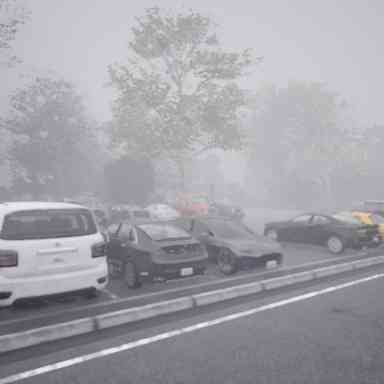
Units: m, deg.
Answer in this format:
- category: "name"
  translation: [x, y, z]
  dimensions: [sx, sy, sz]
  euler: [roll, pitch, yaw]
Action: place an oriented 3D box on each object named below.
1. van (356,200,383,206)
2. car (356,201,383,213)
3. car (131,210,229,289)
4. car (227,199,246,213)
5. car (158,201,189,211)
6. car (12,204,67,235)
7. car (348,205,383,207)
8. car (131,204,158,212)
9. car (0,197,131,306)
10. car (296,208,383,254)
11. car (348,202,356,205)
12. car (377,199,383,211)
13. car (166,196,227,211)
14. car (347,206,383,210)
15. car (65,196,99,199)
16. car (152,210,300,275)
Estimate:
- category: "van"
  translation: [12.235, 1.461, 19.064]
  dimensions: [1.878, 1.987, 4.442]
  euler: [1, 0, -36]
- category: "car"
  translation: [24.861, 1.981, 44.088]
  dimensions: [1.946, 1.575, 5.366]
  euler: [1, 0, -36]
- category: "car"
  translation: [-1.508, 1.505, 9.375]
  dimensions: [2.231, 1.521, 4.892]
  euler: [1, 0, -35]
- category: "car"
  translation: [1.998, 1.400, 27.932]
  dimensions: [2.435, 2.045, 5.566]
  euler: [1, 0, -36]
- category: "car"
  translation: [-2.550, 1.627, 24.712]
  dimensions: [2.002, 1.452, 4.674]
  euler: [1, 0, -36]
- category: "car"
  translation: [-9.262, 1.535, 19.950]
  dimensions: [2.163, 1.488, 4.792]
  euler: [1, 0, -36]
- category: "car"
  translation: [9.867, 1.683, 17.550]
  dimensions: [2.163, 1.488, 4.792]
  euler: [1, 0, -36]
- category: "car"
  translation: [-4.712, 1.560, 23.162]
  dimensions: [2.097, 1.535, 5.008]
  euler: [1, 0, -36]
- category: "car"
  translation: [-3.808, 1.229, 7.770]
  dimensions: [2.435, 2.045, 5.566]
  euler: [1, 0, -36]
- category: "car"
  translation: [5.330, 1.588, 14.263]
  dimensions: [2.097, 1.535, 5.008]
  euler: [1, -1, -36]
- category: "car"
  translation: [22.492, 1.952, 42.628]
  dimensions: [2.231, 1.521, 4.892]
  euler: [1, 0, -36]
- category: "car"
  translation: [29.251, 1.925, 47.493]
  dimensions: [2.185, 1.767, 4.553]
  euler: [1, 0, -36]
- category: "car"
  translation: [-0.166, 1.369, 26.383]
  dimensions: [2.435, 2.045, 5.566]
  euler: [1, 0, -36]
- category: "car"
  translation: [7.496, 1.617, 16.047]
  dimensions: [1.946, 1.575, 5.366]
  euler: [1, 0, -36]
- category: "car"
  translation: [-6.963, 1.280, 21.524]
  dimensions: [2.435, 2.045, 5.566]
  euler: [1, 0, -36]
- category: "car"
  translation: [0.782, 1.560, 10.982]
  dimensions: [2.163, 1.488, 4.792]
  euler: [1, 0, -36]
